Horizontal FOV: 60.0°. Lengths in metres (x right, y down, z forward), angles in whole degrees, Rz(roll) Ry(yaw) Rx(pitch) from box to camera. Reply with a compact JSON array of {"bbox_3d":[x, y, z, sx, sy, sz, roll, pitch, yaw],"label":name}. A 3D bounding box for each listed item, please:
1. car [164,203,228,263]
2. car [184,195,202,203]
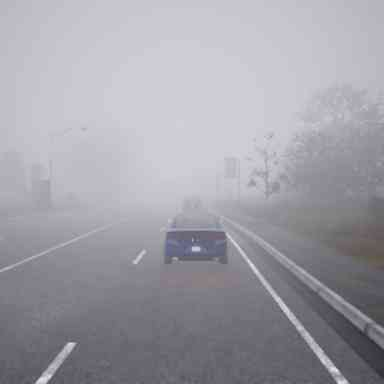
[{"bbox_3d":[0.120,1.377,11.540,1.882,1.535,5.008,0,1,0],"label":"car"},{"bbox_3d":[0.066,1.242,28.637,2.033,1.411,5.357,0,1,1],"label":"car"}]
